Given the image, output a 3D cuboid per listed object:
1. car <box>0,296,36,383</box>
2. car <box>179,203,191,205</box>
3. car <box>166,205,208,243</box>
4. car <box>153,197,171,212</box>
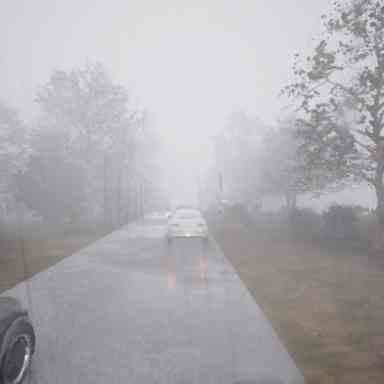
[{"bbox_3d":[-2.895,1.568,2.380,1.994,1.385,4.181,0,0,0],"label":"car"},{"bbox_3d":[-0.730,1.799,33.776,1.994,1.385,4.181,0,-1,-2],"label":"car"},{"bbox_3d":[-0.222,1.571,16.299,1.812,1.442,4.674,0,0,-1],"label":"car"},{"bbox_3d":[-3.988,1.659,45.185,2.150,2.045,5.566,1,-2,-1],"label":"car"}]
